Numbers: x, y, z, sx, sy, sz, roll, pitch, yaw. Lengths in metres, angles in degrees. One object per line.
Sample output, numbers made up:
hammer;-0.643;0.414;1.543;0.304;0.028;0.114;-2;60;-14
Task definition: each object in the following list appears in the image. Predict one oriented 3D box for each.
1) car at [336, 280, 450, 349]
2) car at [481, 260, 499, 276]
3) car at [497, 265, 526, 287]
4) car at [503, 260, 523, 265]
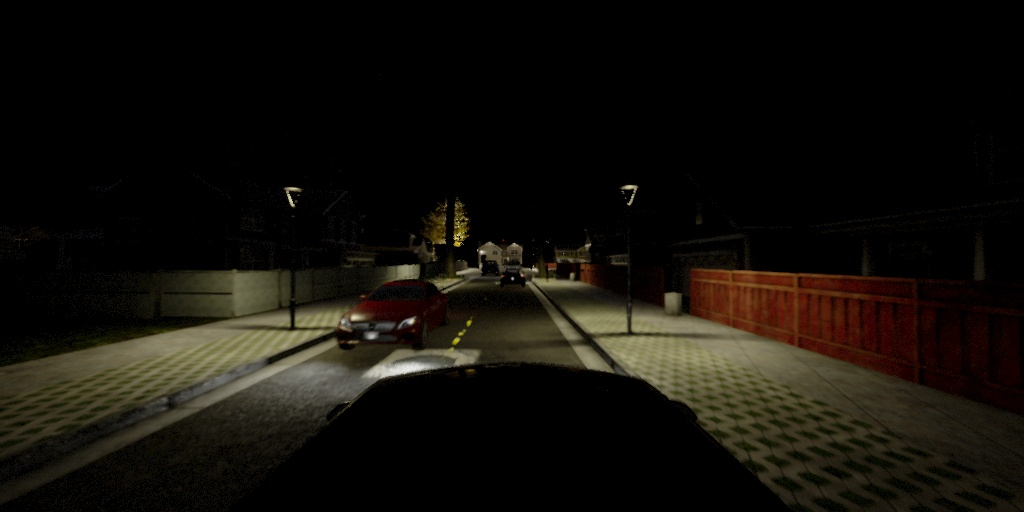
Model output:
car;-2.851;1.384;9.594;1.812;1.442;4.674;0;-1;0
car;-2.845;1.590;47.242;2.150;2.045;5.566;0;-1;0
car;0.083;1.685;28.845;1.994;1.385;4.181;0;-1;1
car;0.094;1.541;43.423;2.150;2.045;5.566;0;-1;0
